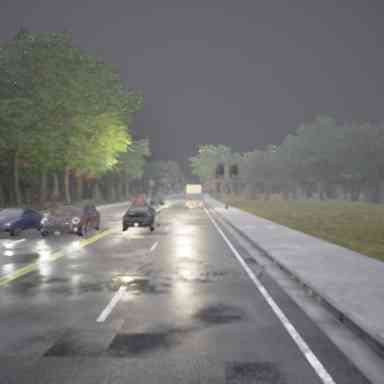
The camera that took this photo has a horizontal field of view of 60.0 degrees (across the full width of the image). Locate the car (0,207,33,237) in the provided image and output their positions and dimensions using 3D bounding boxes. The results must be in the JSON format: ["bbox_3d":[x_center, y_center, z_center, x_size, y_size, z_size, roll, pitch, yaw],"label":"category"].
[{"bbox_3d":[-9.799,1.590,18.509,1.812,1.442,4.674,0,0,0],"label":"car"}]

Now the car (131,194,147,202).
[{"bbox_3d":[-9.387,1.411,59.773,2.150,2.045,5.566,0,0,1],"label":"car"}]

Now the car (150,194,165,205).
[{"bbox_3d":[-6.145,1.410,59.383,2.150,2.045,5.566,0,0,1],"label":"car"}]

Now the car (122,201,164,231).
[{"bbox_3d":[-3.089,1.578,20.907,1.837,1.490,4.892,0,0,0],"label":"car"}]

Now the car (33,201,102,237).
[{"bbox_3d":[-6.548,1.416,18.443,2.097,1.767,4.553,0,0,0],"label":"car"}]

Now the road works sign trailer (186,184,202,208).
[{"bbox_3d":[0.273,0.632,49.512,2.380,3.560,2.880,0,0,1],"label":"road works sign trailer"}]
